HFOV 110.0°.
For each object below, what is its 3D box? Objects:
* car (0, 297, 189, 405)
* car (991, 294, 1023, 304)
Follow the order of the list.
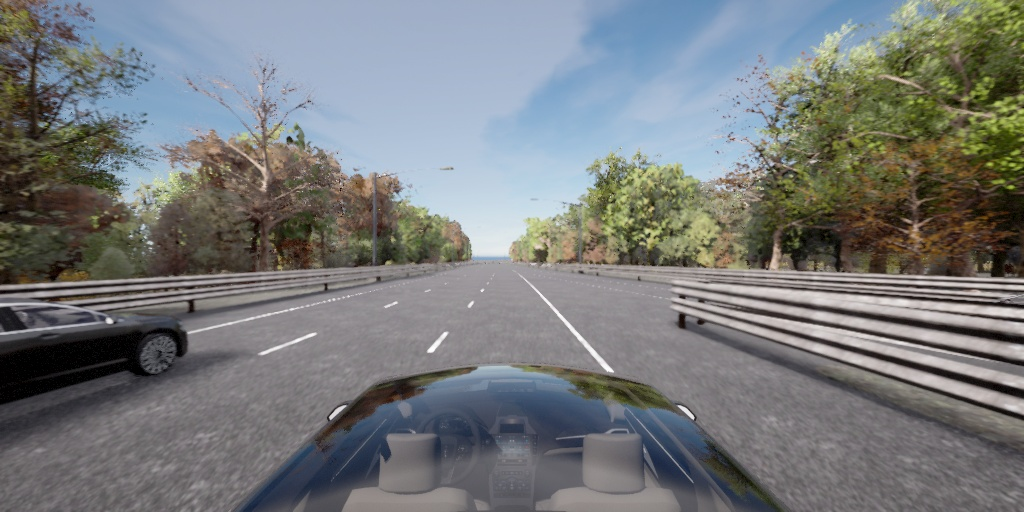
[{"bbox_3d":[-6.916,1.276,4.642,2.128,1.511,4.902,0,-1,0],"label":"car"},{"bbox_3d":[12.095,1.354,7.569,2.163,1.488,4.792,0,-1,-12],"label":"car"}]
